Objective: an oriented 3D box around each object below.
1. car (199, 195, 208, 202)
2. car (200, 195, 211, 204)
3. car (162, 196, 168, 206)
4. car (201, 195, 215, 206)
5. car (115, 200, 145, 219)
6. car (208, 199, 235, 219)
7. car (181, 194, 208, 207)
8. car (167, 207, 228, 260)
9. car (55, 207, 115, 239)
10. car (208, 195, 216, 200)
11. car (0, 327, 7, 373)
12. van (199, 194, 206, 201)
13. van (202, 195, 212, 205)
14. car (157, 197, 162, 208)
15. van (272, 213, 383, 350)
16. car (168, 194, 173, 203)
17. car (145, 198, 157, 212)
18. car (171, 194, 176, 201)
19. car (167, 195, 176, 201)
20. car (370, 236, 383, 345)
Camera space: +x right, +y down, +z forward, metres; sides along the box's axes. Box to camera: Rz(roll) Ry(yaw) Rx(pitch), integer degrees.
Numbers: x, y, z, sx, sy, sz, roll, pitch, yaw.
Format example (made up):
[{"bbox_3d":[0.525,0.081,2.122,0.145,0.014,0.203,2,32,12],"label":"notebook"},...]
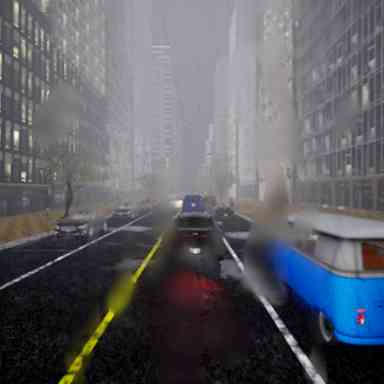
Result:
[{"bbox_3d":[2.752,1.535,79.971,1.967,1.590,4.097,-1,0,0],"label":"car"},{"bbox_3d":[2.742,1.523,68.603,1.967,1.590,4.097,-1,0,0],"label":"car"},{"bbox_3d":[-5.648,1.595,57.074,1.752,1.417,4.829,-1,0,0],"label":"car"},{"bbox_3d":[2.731,1.385,57.237,2.192,1.841,5.009,-1,0,0],"label":"car"},{"bbox_3d":[-5.673,1.587,28.825,2.008,1.369,4.403,-1,0,0],"label":"car"},{"bbox_3d":[2.708,1.587,28.817,2.008,1.369,4.403,-1,0,0],"label":"car"},{"bbox_3d":[0.127,1.262,32.473,2.150,2.045,5.566,0,0,0],"label":"car"},{"bbox_3d":[0.106,1.521,12.449,1.837,1.490,4.892,0,0,0],"label":"car"},{"bbox_3d":[-5.684,1.573,17.458,2.008,1.369,4.403,-1,0,0],"label":"car"},{"bbox_3d":[2.725,1.379,51.553,2.192,1.841,5.009,-1,0,0],"label":"car"},{"bbox_3d":[-3.098,1.567,2.079,1.994,1.385,4.181,0,0,0],"label":"car"},{"bbox_3d":[2.756,1.442,85.654,1.690,1.788,3.998,-1,0,0],"label":"van"},{"bbox_3d":[2.736,1.418,62.920,1.690,1.788,3.998,-1,0,0],"label":"van"},{"bbox_3d":[-5.659,1.497,45.876,1.967,1.590,4.097,-1,0,0],"label":"car"},{"bbox_3d":[2.685,1.349,6.083,1.690,1.788,3.998,-1,0,0],"label":"van"},{"bbox_3d":[-5.638,1.649,68.611,1.947,1.339,4.313,-1,0,0],"label":"car"},{"bbox_3d":[-5.663,1.632,40.192,1.802,1.307,4.206,-1,0,0],"label":"car"},{"bbox_3d":[-5.627,1.646,79.978,2.008,1.369,4.403,-1,0,0],"label":"car"},{"bbox_3d":[-5.618,1.546,91.346,1.967,1.590,4.097,-1,0,0],"label":"car"},{"bbox_3d":[2.679,1.316,0.400,2.192,1.841,5.009,-1,0,0],"label":"car"}]
